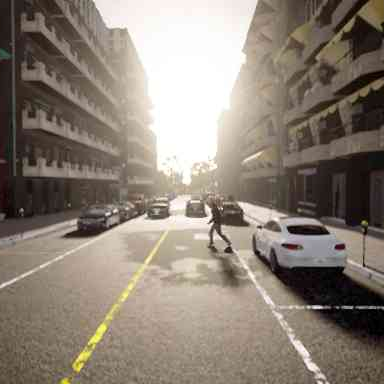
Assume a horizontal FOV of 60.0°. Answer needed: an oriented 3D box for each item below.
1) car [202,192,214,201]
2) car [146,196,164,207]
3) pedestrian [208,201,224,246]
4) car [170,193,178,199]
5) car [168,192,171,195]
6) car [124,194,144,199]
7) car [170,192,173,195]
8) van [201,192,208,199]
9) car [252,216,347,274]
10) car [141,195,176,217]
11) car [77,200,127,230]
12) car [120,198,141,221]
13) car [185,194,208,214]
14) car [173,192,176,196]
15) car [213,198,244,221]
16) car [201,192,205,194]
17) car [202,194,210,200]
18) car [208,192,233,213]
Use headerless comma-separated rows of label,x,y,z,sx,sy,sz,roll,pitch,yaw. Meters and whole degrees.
car,3.272,0.944,69.733,2.192,1.841,5.009,-1,0,1
car,-5.294,1.298,47.661,2.008,1.369,4.403,-1,0,1
pedestrian,0.941,1.224,13.089,0.375,1.860,0.375,-1,1,1
car,-4.914,1.034,91.683,1.752,1.417,4.829,-1,0,1
car,-5.199,1.233,58.710,1.887,1.381,4.507,-1,0,1
car,-5.441,1.150,31.089,2.192,1.841,5.009,-1,0,1
car,-5.153,1.185,64.064,1.752,1.417,4.829,-1,0,1
van,3.463,0.848,91.829,1.690,1.788,3.998,-1,0,1
car,3.088,1.471,10.252,1.812,1.442,4.674,0,0,0
car,-2.843,1.335,29.477,2.128,1.511,4.902,0,0,1
car,-5.532,1.444,20.043,2.008,1.369,4.403,-1,0,1
car,-5.484,1.415,25.566,2.008,1.369,4.403,-1,0,1
car,0.364,1.316,33.429,2.128,1.511,4.902,0,1,1
car,-5.103,1.195,69.758,1.947,1.339,4.313,-1,0,1
car,2.896,1.430,25.542,1.947,1.339,4.313,-1,0,1
car,0.512,1.217,49.133,1.882,1.535,5.008,0,0,1
car,3.372,1.113,80.782,1.887,1.381,4.507,-1,0,1
car,2.939,1.150,31.065,2.192,1.841,5.009,-1,0,1
